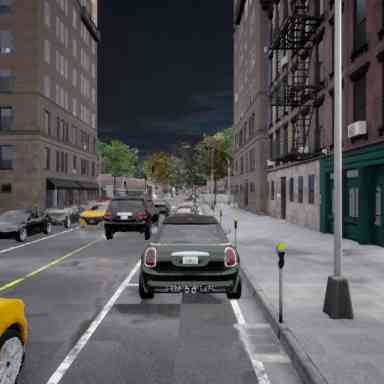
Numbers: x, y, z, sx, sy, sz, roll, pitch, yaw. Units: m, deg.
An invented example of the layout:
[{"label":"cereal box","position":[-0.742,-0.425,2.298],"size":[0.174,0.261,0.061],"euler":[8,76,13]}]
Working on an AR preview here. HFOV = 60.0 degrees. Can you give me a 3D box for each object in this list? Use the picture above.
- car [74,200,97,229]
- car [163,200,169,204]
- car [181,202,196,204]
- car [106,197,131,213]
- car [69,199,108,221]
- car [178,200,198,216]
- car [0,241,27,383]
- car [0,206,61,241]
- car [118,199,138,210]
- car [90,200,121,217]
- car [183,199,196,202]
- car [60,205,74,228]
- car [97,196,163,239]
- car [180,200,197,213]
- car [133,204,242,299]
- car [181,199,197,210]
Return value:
[{"label":"car","position":[-5.869,1.480,22.111],"size":[1.882,1.535,5.008],"euler":[0,0,0]},{"label":"car","position":[-2.926,1.514,30.643],"size":[1.837,1.490,4.892],"euler":[0,0,0]},{"label":"car","position":[-0.383,1.584,21.873],"size":[1.802,1.307,4.206],"euler":[0,0,0]},{"label":"car","position":[-8.408,1.454,38.426],"size":[1.967,1.590,4.097],"euler":[0,0,0]},{"label":"car","position":[-8.408,1.446,27.388],"size":[1.967,1.590,4.097],"euler":[0,0,0]},{"label":"car","position":[-0.383,1.554,32.910],"size":[1.887,1.381,4.507],"euler":[0,0,0]},{"label":"car","position":[-2.928,1.477,2.055],"size":[1.882,1.535,5.008],"euler":[0,0,0]},{"label":"car","position":[-8.408,1.567,16.351],"size":[1.947,1.339,4.313],"euler":[0,0,0]},{"label":"car","position":[-8.408,1.600,43.945],"size":[1.802,1.307,4.206],"euler":[0,0,0]},{"label":"car","position":[-8.408,1.535,32.737],"size":[1.752,1.417,4.829],"euler":[0,0,0]},{"label":"car","position":[-0.383,1.531,27.562],"size":[1.752,1.417,4.829],"euler":[0,0,0]},{"label":"car","position":[-8.408,1.553,21.869],"size":[2.008,1.369,4.403],"euler":[0,0,0]},{"label":"car","position":[-3.013,1.223,17.525],"size":[2.150,2.045,5.566],"euler":[0,0,0]},{"label":"car","position":[-0.383,1.596,38.428],"size":[1.802,1.307,4.206],"euler":[0,0,0]},{"label":"car","position":[-0.032,1.353,8.620],"size":[2.097,1.767,4.553],"euler":[0,0,0]},{"label":"car","position":[-0.383,1.584,43.946],"size":[1.947,1.339,4.313],"euler":[0,0,0]}]
